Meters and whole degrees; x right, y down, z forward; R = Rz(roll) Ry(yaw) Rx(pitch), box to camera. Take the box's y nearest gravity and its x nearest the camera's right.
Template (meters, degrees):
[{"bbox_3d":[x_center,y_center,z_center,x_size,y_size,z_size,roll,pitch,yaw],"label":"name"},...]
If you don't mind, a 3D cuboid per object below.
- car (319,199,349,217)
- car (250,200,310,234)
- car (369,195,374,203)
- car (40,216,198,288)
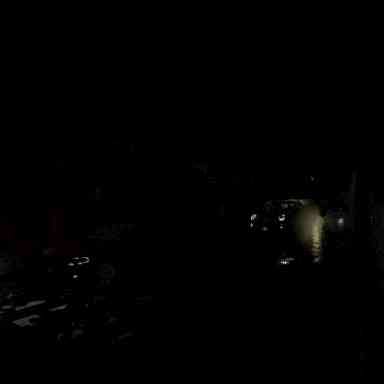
[{"bbox_3d":[12.735,1.354,29.334,1.882,1.535,5.008,-3,-1,37],"label":"car"},{"bbox_3d":[5.080,1.311,19.030,2.097,1.767,4.553,-3,-1,36],"label":"car"},{"bbox_3d":[21.812,0.963,41.432,1.812,1.442,4.674,-3,-1,37],"label":"car"},{"bbox_3d":[-1.832,1.518,9.728,1.882,1.535,5.008,-3,-1,37],"label":"car"}]
